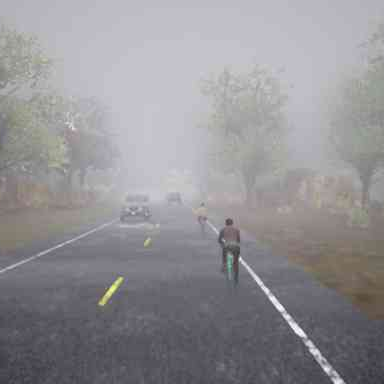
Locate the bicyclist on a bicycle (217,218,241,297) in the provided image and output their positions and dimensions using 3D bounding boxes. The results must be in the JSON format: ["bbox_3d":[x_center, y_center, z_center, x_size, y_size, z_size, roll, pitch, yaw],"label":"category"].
[{"bbox_3d":[0.869,1.437,7.633,0.582,1.620,1.656,0,0,-1],"label":"bicyclist on a bicycle"}]

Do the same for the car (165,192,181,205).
[{"bbox_3d":[-3.015,1.037,56.072,2.150,2.045,5.566,0,-1,-6],"label":"car"}]

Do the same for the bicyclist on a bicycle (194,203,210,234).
[{"bbox_3d":[0.567,1.399,17.948,0.866,1.612,1.509,0,0,-2],"label":"bicyclist on a bicycle"}]

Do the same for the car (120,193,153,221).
[{"bbox_3d":[-4.360,1.163,26.747,2.150,2.045,5.566,0,0,-3],"label":"car"}]
